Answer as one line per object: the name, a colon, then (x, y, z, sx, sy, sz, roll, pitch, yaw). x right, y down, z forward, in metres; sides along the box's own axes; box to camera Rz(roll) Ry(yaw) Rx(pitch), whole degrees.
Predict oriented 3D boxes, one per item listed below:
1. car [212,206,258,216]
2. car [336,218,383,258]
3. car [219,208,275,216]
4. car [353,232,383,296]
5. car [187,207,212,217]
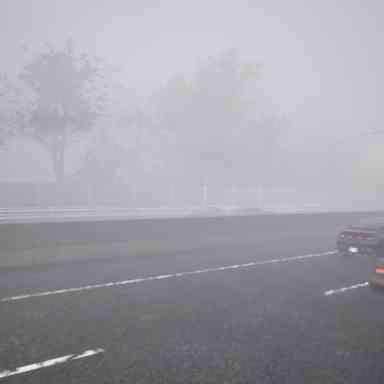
car: (4.354, 1.966, 27.487, 4.892, 1.490, 1.837, 1, -1, -33)
car: (7.498, 1.740, 12.598, 4.892, 1.490, 1.837, 1, -1, -33)
car: (4.544, 1.997, 23.437, 4.718, 1.301, 1.895, 1, -1, -33)
car: (6.244, 1.697, 7.612, 5.357, 1.411, 2.033, 1, -1, -33)
car: (1.591, 2.051, 29.865, 4.181, 1.385, 1.994, 1, -1, -33)
